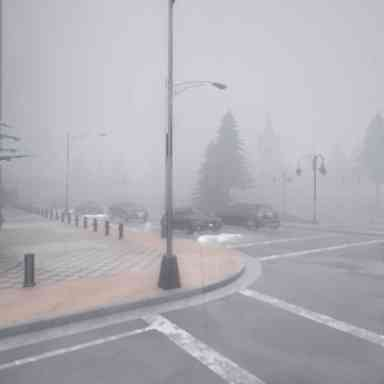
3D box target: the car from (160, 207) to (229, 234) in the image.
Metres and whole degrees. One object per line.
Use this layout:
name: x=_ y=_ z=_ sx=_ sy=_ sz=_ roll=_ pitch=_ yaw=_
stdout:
car: x=-0.136 y=1.605 z=19.486 sx=1.994 sy=1.385 sz=4.181 roll=0 pitch=0 yaw=-35

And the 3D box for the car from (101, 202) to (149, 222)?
car: x=-5.207 y=1.534 z=26.761 sx=2.128 sy=1.511 sz=4.902 roll=0 pitch=0 yaw=-35

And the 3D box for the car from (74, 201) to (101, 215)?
car: x=-10.881 y=1.607 z=34.906 sx=1.994 sy=1.385 sz=4.181 roll=0 pitch=0 yaw=-35

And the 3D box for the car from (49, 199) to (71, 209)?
car: x=-17.980 y=1.645 z=45.191 sx=1.895 sy=1.301 sz=4.718 roll=0 pitch=0 yaw=-34

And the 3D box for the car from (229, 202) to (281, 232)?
car: x=3.333 y=1.412 z=21.070 sx=2.097 sy=1.767 sz=4.553 roll=0 pitch=0 yaw=-36
